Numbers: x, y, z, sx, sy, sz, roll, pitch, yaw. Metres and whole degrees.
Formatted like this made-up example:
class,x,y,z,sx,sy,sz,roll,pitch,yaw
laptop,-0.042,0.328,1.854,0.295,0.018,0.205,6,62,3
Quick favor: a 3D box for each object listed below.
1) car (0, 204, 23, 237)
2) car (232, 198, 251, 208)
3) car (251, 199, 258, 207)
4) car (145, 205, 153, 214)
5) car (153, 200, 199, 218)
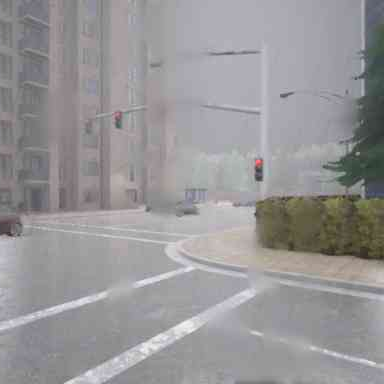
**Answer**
class,x,y,z,sx,sy,sz,roll,pitch,yaw
car,-10.153,1.347,15.151,2.097,1.767,4.553,0,0,19
car,7.916,1.610,48.732,2.033,1.411,5.357,0,0,36
car,10.743,1.545,46.668,2.033,1.411,5.357,0,0,36
car,-2.467,1.542,34.636,2.033,1.411,5.357,0,0,36
car,-1.149,1.560,30.499,1.994,1.385,4.181,0,0,36
